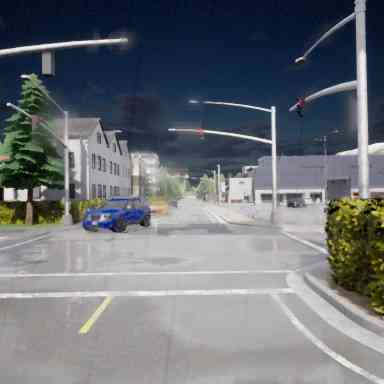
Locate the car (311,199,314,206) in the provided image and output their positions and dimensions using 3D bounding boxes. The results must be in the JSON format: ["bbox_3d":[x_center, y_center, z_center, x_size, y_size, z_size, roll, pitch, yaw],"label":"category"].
[{"bbox_3d":[19.059,1.573,56.231,1.970,1.475,3.806,-1,-1,0],"label":"car"}]

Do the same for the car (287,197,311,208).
[{"bbox_3d":[15.416,1.629,49.172,2.007,1.523,4.514,-1,-1,0],"label":"car"}]

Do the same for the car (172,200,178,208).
[{"bbox_3d":[-3.506,2.082,60.078,2.033,1.411,5.357,-1,-1,0],"label":"car"}]

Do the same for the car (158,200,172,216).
[{"bbox_3d":[-3.606,1.800,37.279,1.882,1.535,5.008,-1,0,0],"label":"car"}]

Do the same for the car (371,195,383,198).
[{"bbox_3d":[19.112,1.183,31.306,1.905,1.878,3.866,-1,-1,0],"label":"car"}]

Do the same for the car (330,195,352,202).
[{"bbox_3d":[25.474,1.398,56.573,2.152,1.636,5.027,-1,-1,0],"label":"car"}]

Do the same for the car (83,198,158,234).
[{"bbox_3d":[-4.606,1.430,21.566,2.150,2.045,5.566,0,0,20],"label":"car"}]
